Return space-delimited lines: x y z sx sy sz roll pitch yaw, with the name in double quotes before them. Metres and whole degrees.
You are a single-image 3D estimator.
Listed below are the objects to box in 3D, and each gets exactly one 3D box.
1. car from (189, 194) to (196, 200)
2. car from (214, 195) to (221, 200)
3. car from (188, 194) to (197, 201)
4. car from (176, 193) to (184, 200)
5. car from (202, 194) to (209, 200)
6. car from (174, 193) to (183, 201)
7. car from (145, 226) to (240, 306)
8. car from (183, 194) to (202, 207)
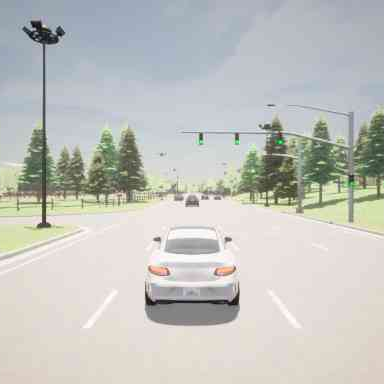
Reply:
"car" 0.114 1.332 92.853 1.837 1.490 4.892 0 0 0
"car" 7.114 1.525 93.258 2.128 1.511 4.902 0 0 0
"car" 0.102 1.347 82.820 2.097 1.767 4.553 0 0 0
"car" -3.386 1.187 92.827 2.097 1.767 4.553 0 0 0
"car" 3.614 1.355 93.232 2.097 1.767 4.553 0 0 0
"car" -3.398 1.544 82.821 1.994 1.385 4.181 0 0 0
"car" 0.016 1.526 7.917 1.812 1.442 4.674 0 0 0
"car" 0.063 1.352 51.790 2.097 1.767 4.553 0 0 0
